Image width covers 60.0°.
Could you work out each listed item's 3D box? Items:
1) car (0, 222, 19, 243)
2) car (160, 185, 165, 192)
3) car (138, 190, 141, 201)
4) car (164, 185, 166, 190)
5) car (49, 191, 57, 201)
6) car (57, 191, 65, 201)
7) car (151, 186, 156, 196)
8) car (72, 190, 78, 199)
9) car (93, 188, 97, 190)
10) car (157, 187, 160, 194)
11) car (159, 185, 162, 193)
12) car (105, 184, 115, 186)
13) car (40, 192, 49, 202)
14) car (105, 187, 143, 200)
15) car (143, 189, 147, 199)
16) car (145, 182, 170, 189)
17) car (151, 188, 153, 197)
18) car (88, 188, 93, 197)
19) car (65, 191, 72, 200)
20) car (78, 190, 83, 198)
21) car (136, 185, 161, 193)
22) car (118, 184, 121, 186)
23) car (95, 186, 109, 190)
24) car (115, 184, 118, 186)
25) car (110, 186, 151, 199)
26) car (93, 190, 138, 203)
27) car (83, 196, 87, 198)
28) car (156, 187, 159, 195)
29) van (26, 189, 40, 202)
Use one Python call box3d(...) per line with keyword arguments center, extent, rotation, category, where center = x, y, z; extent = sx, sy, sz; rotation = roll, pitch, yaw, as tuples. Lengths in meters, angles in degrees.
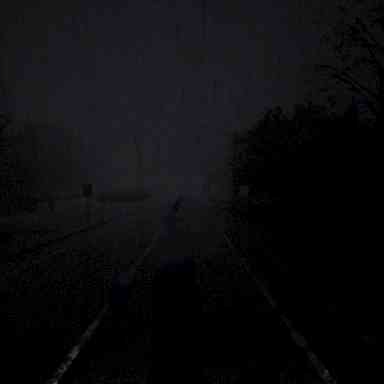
box3d(center=(-10.046, 1.555, 14.333), extent=(4.792, 1.488, 2.163), rotation=(0, 0, 0), category="car")
box3d(center=(-9.934, -0.254, 83.141), extent=(5.008, 1.535, 2.097), rotation=(0, 3, 0), category="car")
box3d(center=(-10.192, 0.760, 46.928), extent=(4.792, 1.488, 2.163), rotation=(0, 0, 0), category="car")
box3d(center=(-9.918, -0.392, 85.927), extent=(5.008, 1.535, 2.097), rotation=(0, 3, 0), category="car")
box3d(center=(-23.229, 0.745, 49.600), extent=(4.674, 1.452, 2.002), rotation=(0, 0, 0), category="car")
box3d(center=(-23.238, 0.706, 52.512), extent=(4.792, 1.488, 2.163), rotation=(0, 1, 0), category="car")
box3d(center=(-10.012, 0.270, 66.430), extent=(4.553, 1.767, 2.185), rotation=(0, 2, 0), category="car")
box3d(center=(-23.360, 0.590, 58.099), extent=(5.366, 1.575, 1.946), rotation=(0, 1, 0), category="car")
box3d(center=(-23.100, 0.304, 69.249), extent=(4.892, 1.521, 2.231), rotation=(0, 2, 0), category="car")
box3d(center=(-10.038, 0.243, 72.007), extent=(4.792, 1.488, 2.163), rotation=(0, 2, 0), category="car")
box3d(center=(-10.006, -0.129, 77.565), extent=(4.553, 1.767, 2.185), rotation=(0, 3, 0), category="car")
box3d(center=(-23.050, -0.504, 83.039), extent=(5.566, 2.045, 2.435), rotation=(0, 3, 0), category="car")
box3d(center=(-23.246, 0.765, 46.815), extent=(4.674, 1.452, 2.002), rotation=(0, 0, 0), category="car")
box3d(center=(-10.177, 0.584, 49.713), extent=(4.553, 1.767, 2.185), rotation=(0, 1, 0), category="car")
box3d(center=(-10.124, 0.683, 52.493), extent=(5.008, 1.535, 2.097), rotation=(0, 1, 0), category="car")
box3d(center=(-9.900, -1.100, 94.256), extent=(5.566, 2.045, 2.435), rotation=(0, 3, 0), category="car")
box3d(center=(-10.048, 0.573, 60.854), extent=(4.792, 1.488, 2.163), rotation=(0, 1, 0), category="car")
box3d(center=(-23.119, 0.393, 66.333), extent=(5.008, 1.535, 2.097), rotation=(0, 2, 0), category="car")
box3d(center=(-23.377, 0.636, 55.304), extent=(5.366, 1.575, 1.946), rotation=(0, 1, 0), category="car")
box3d(center=(-23.129, 0.569, 60.754), extent=(4.792, 1.488, 2.163), rotation=(0, 1, 0), category="car")
box3d(center=(-10.023, -0.016, 74.787), extent=(4.553, 1.767, 2.185), rotation=(0, 2, 0), category="car")
box3d(center=(-22.965, -0.689, 91.407), extent=(5.008, 1.535, 2.097), rotation=(0, 3, 0), category="car")
box3d(center=(-22.870, -0.006, 77.477), extent=(5.366, 1.575, 1.946), rotation=(0, 2, 0), category="car")
box3d(center=(-23.018, -0.661, 88.619), extent=(4.553, 1.767, 2.185), rotation=(0, 3, 0), category="car")
box3d(center=(-10.140, 0.394, 55.283), extent=(5.566, 2.045, 2.435), rotation=(0, 1, 0), category="car")
box3d(center=(-10.151, 0.780, 44.144), extent=(4.792, 1.488, 2.163), rotation=(0, 0, 0), category="car")
box3d(center=(-23.136, 0.470, 63.544), extent=(5.008, 1.535, 2.097), rotation=(0, 1, 0), category="car")
box3d(center=(-9.997, 0.338, 69.221), extent=(4.792, 1.488, 2.163), rotation=(0, 2, 0), category="car")
box3d(center=(-23.133, 0.520, 44.139), extent=(4.442, 1.987, 1.878), rotation=(1, 1, 0), category="van")
